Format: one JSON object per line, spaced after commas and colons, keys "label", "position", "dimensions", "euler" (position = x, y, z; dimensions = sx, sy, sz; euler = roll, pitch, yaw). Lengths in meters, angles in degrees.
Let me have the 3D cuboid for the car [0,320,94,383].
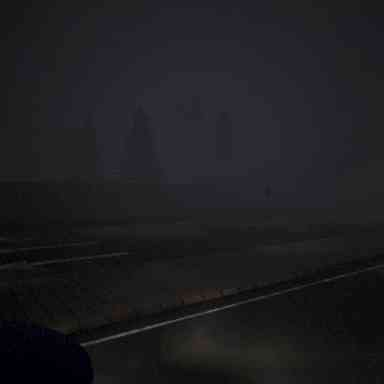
{"label": "car", "position": [-3.005, 1.477, 1.617], "dimensions": [5.008, 1.535, 1.882], "euler": [0, 0, -35]}
